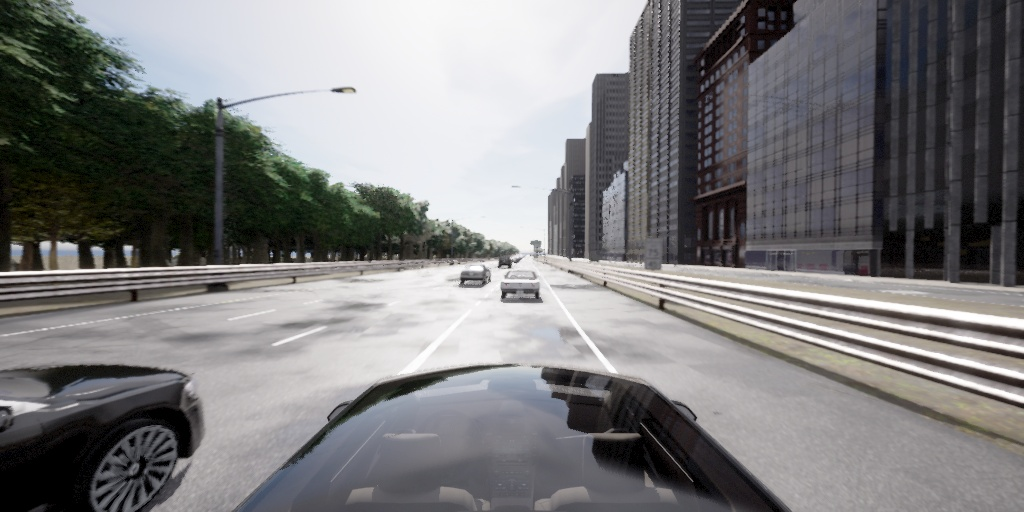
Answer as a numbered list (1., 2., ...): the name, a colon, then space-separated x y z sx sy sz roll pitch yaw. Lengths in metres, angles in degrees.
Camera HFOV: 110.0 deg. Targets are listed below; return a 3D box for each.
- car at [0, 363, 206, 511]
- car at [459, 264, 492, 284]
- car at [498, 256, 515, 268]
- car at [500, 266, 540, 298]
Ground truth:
1. car: -3.807 1.214 1.296 2.128 1.511 4.902 0 0 3
2. car: -2.662 1.306 26.897 2.033 1.411 5.357 0 0 3
3. car: -1.178 1.043 62.015 2.150 2.045 5.566 0 0 2
4. car: 0.479 1.375 18.839 1.895 1.301 4.718 0 0 3
